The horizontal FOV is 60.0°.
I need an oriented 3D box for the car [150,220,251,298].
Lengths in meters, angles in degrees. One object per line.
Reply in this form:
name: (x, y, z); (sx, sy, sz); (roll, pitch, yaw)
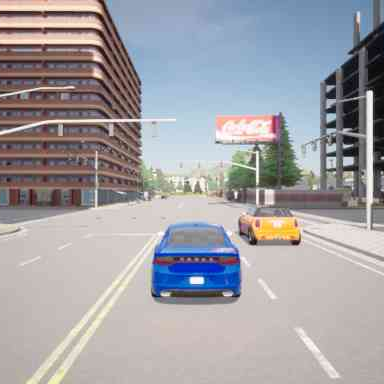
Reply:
car: (0.085, 1.478, 8.598); (1.882, 1.535, 5.008); (0, 0, 0)

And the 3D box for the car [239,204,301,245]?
car: (3.472, 1.352, 15.687); (2.097, 1.767, 4.553); (0, 0, 0)
